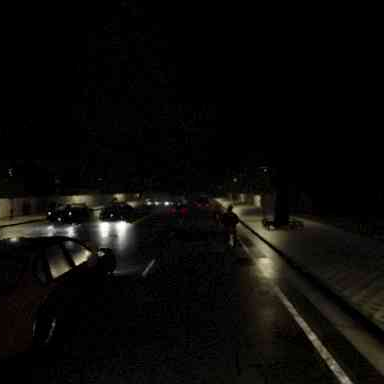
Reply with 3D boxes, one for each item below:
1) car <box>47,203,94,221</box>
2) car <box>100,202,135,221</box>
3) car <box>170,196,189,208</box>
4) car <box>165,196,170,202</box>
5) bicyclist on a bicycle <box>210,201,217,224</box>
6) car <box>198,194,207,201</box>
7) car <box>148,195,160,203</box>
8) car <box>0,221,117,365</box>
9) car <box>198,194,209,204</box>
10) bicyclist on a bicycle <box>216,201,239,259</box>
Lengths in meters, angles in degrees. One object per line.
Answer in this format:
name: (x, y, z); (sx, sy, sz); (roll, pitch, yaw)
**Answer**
car: (-9.008, 1.549, 24.984); (1.895, 1.301, 4.718); (0, 0, 2)
car: (-5.726, 1.494, 25.917); (1.994, 1.385, 4.181); (0, 0, 2)
car: (-1.634, 1.364, 46.132); (1.812, 1.442, 4.674); (0, 0, 2)
car: (-4.311, 1.385, 67.445); (1.895, 1.301, 4.718); (0, 0, 2)
bicyclist on a bicycle: (1.589, 1.352, 20.942); (0.866, 1.612, 1.509); (0, 0, 2)
car: (2.564, 1.260, 79.034); (2.128, 1.511, 4.902); (0, 0, 2)
car: (-7.600, 1.278, 66.509); (1.882, 1.535, 5.008); (0, 0, 2)
car: (-2.908, 1.537, 6.067); (2.033, 1.411, 5.357); (0, 0, 2)
car: (2.014, 1.307, 59.206); (1.812, 1.442, 4.674); (0, 0, 2)
bicyclist on a bicycle: (1.310, 1.322, 11.481); (0.659, 1.776, 1.843); (0, 0, 2)
